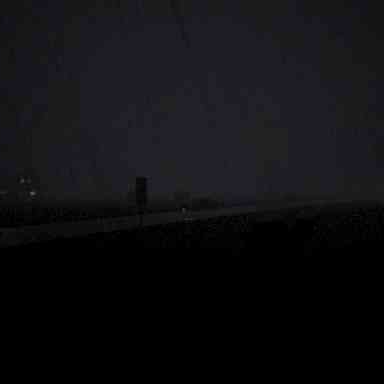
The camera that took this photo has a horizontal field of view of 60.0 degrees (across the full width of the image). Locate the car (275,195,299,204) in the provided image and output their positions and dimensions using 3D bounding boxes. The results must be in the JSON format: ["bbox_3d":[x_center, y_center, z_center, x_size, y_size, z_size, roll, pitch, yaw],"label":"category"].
[{"bbox_3d":[14.287,1.120,50.250,1.895,1.301,4.718,0,1,41],"label":"car"}]

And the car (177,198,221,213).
[{"bbox_3d":[0.827,1.266,33.607,2.033,1.411,5.357,0,1,37],"label":"car"}]
